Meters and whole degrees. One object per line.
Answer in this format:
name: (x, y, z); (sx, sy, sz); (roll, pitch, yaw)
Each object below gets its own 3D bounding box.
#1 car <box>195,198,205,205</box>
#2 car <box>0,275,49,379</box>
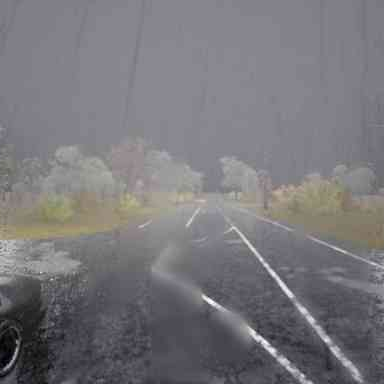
car: (2.165, 2.400, 86.337); (2.097, 1.767, 4.553); (-1, -1, 10)
car: (-3.277, 1.617, 2.921); (2.033, 1.411, 5.357); (-1, -1, 3)
